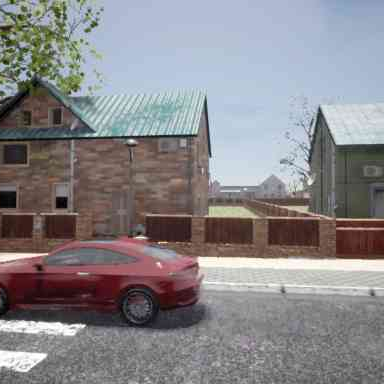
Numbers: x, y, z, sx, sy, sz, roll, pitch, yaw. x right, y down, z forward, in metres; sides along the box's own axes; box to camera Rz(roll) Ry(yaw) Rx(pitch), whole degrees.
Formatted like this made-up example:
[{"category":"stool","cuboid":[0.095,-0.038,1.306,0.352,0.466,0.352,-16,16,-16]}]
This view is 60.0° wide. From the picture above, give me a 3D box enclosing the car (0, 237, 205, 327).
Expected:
[{"category":"car","cuboid":[-2.071,1.665,6.828,4.674,1.442,1.812,0,-2,9]}]
